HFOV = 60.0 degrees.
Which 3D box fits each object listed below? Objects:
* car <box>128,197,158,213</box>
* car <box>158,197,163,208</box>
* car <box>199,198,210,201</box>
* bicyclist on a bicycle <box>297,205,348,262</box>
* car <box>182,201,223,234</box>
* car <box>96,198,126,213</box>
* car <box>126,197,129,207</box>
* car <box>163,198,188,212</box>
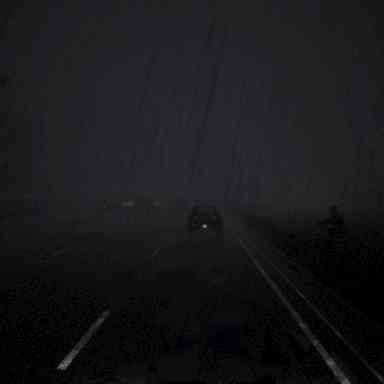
[{"bbox_3d":[-5.547,1.504,38.404,1.882,1.535,5.008,1,0,2],"label":"car"},{"bbox_3d":[-5.157,1.532,49.014,1.882,1.535,5.008,1,0,2],"label":"car"},{"bbox_3d":[1.680,1.596,44.674,1.882,1.535,5.008,1,0,2],"label":"car"},{"bbox_3d":[4.135,1.222,10.083,1.656,1.620,0.582,25,-1,-1],"label":"bicyclist on a bicycle"},{"bbox_3d":[0.759,1.545,19.550,2.128,1.511,4.902,1,0,2],"label":"car"},{"bbox_3d":[-9.106,1.549,36.860,1.994,1.385,4.181,1,0,2],"label":"car"},{"bbox_3d":[-8.710,1.491,47.639,1.882,1.535,5.008,1,0,2],"label":"car"},{"bbox_3d":[-1.953,1.548,40.848,1.882,1.535,5.008,1,0,2],"label":"car"}]
